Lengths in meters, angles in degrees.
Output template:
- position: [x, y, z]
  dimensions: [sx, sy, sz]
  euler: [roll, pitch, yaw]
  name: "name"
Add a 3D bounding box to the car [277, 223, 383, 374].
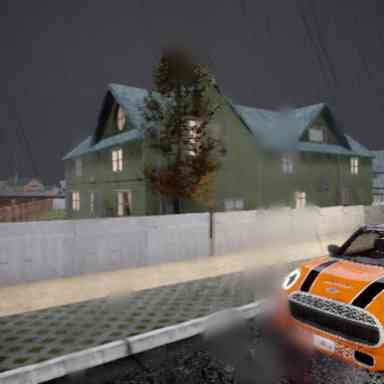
- position: [3.521, 1.346, 5.572]
  dimensions: [4.553, 1.767, 2.097]
  euler: [0, 0, -35]
  name: "car"
